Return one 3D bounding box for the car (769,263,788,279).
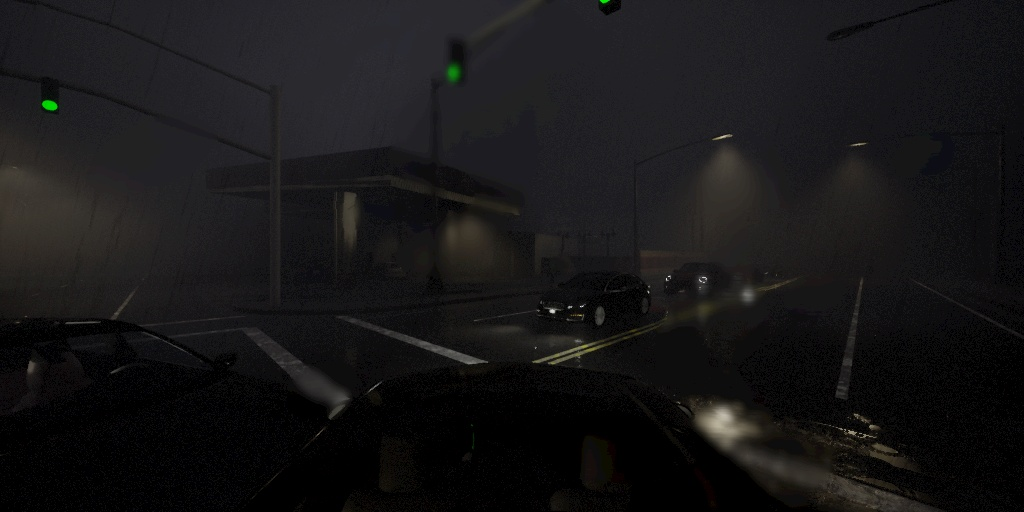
[{"bbox_3d":[23.524,1.314,32.475,4.181,1.385,1.994,0,0,-45],"label":"car"}]

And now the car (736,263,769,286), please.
[{"bbox_3d":[16.446,1.314,25.365,1.994,1.385,4.181,0,0,44],"label":"car"}]

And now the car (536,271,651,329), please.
[{"bbox_3d":[2.790,1.255,11.500,1.837,1.490,4.892,0,0,44],"label":"car"}]

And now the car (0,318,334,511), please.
[{"bbox_3d":[-3.440,1.242,2.432,4.902,1.511,2.128,0,0,14],"label":"car"}]

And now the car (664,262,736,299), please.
[{"bbox_3d":[9.575,1.102,18.400,2.097,1.767,4.553,0,0,45],"label":"car"}]
